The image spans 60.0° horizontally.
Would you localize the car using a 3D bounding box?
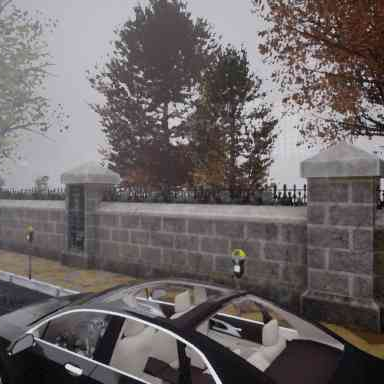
[{"bbox_3d":[-0.428,1.551,3.183,4.403,1.369,2.008,0,0,36],"label":"car"}]
